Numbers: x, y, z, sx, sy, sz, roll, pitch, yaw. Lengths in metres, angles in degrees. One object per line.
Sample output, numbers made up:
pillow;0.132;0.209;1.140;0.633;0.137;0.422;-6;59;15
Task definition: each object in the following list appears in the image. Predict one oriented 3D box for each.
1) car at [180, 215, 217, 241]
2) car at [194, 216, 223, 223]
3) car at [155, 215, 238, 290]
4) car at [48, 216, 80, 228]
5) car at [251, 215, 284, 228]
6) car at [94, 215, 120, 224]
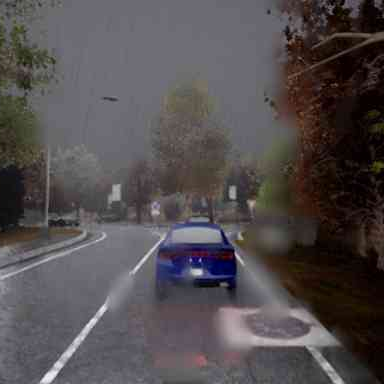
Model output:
car;0.589;2.201;21.405;2.033;1.411;5.357;0;-3;5
car;3.235;5.474;66.019;5.357;1.411;2.033;-1;-4;22
car;0.113;1.611;9.424;1.882;1.535;5.008;0;-2;0
car;-15.224;3.499;39.329;2.033;1.411;5.357;4;-6;-45
car;9.128;3.514;40.093;4.892;1.490;1.837;4;-5;-42
car;-15.661;5.000;61.277;1.882;1.535;5.008;-5;-5;44
